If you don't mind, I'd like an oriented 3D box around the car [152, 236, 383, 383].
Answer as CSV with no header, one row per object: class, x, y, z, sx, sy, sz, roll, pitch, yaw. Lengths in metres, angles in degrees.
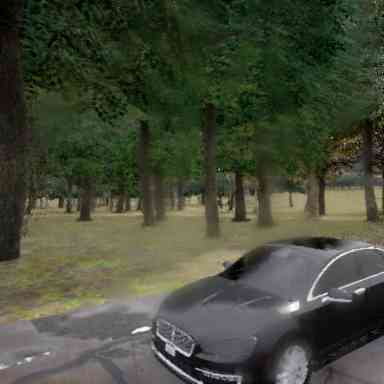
car,1.736,1.510,5.108,4.892,1.490,1.837,0,0,-36
